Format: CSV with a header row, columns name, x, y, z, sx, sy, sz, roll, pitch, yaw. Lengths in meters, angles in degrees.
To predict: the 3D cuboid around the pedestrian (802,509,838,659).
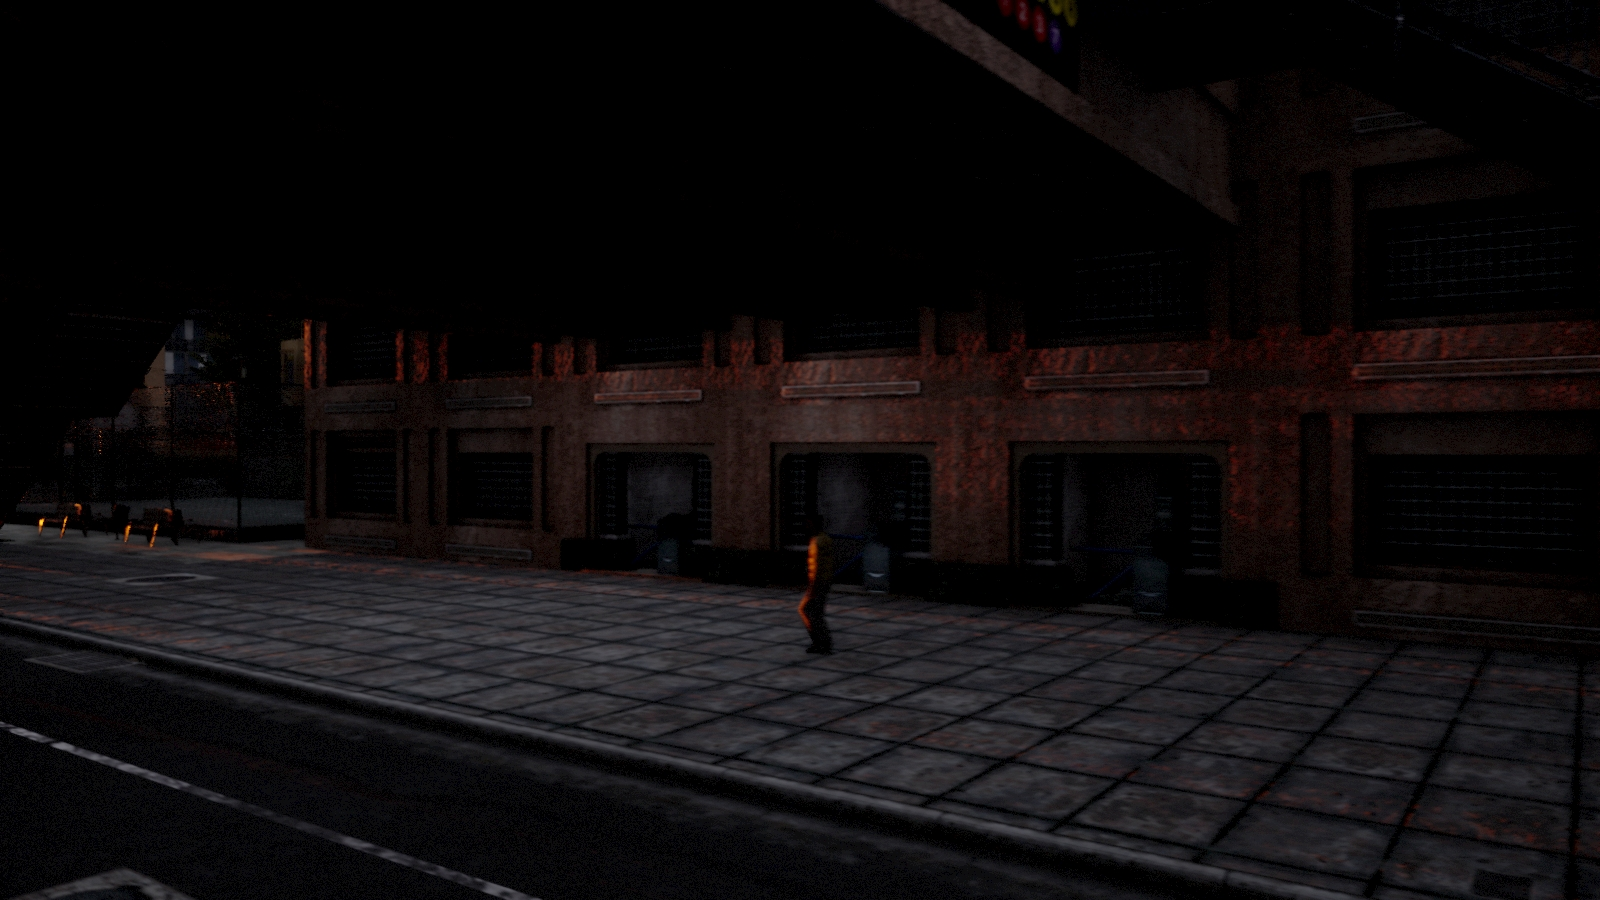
name,x,y,z,sx,sy,sz,roll,pitch,yaw
pedestrian,0.257,1.696,14.594,0.375,1.860,0.375,0,0,18
